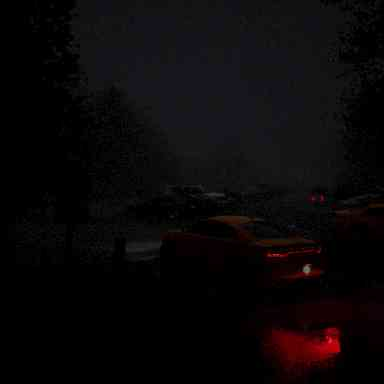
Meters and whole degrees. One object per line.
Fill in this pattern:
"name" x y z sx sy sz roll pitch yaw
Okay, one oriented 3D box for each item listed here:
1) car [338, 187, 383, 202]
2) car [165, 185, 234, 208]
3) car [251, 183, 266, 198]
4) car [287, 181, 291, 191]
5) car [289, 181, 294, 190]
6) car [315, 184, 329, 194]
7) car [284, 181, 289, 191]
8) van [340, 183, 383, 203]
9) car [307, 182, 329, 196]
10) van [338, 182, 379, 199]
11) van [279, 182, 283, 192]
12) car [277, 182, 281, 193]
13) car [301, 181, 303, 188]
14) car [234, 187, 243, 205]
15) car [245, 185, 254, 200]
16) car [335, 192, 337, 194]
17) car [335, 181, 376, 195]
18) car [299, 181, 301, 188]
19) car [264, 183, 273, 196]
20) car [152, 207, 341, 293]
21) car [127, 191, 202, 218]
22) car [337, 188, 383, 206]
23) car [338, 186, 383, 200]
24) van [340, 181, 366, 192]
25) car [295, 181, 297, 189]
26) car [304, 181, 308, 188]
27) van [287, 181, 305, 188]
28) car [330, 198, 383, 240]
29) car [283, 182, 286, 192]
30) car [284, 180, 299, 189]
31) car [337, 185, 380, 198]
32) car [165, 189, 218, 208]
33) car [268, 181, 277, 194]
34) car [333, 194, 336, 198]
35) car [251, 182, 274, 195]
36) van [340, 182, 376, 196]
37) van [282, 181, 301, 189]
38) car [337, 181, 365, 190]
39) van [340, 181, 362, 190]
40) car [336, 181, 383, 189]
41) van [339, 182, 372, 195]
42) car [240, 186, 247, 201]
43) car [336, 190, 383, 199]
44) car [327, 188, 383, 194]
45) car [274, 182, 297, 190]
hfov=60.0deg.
"car" 18.954 0.204 37.210 4.792 1.488 2.163 1 3 24
"car" 0.208 0.441 27.227 5.566 2.045 2.435 1 3 24
"car" 5.697 0.070 40.108 5.366 1.575 1.946 1 3 24
"car" 14.801 -0.716 60.206 4.792 1.488 2.163 1 2 24
"car" 15.785 -0.849 62.804 5.366 1.575 1.946 1 2 24
"car" 22.304 -0.618 56.974 1.882 1.535 5.008 1 2 24
"car" 13.674 -0.618 57.671 4.792 1.488 2.163 1 2 24
"van" 17.909 0.067 34.633 4.442 1.987 1.878 1 3 24
"car" 18.124 -0.239 47.571 2.128 1.511 4.902 1 2 24
"van" 21.017 -0.262 42.178 4.442 1.987 1.878 1 3 24
"van" 11.554 -0.674 52.531 4.442 1.987 1.878 1 2 24
"car" 10.347 -0.321 50.041 4.792 1.488 2.163 1 2 24
"car" 22.710 -1.434 77.943 5.008 1.535 2.097 1 2 24
"car" 1.479 0.569 29.710 5.366 1.575 1.946 1 3 24
"car" 3.394 0.317 34.929 5.366 1.575 1.946 1 3 24
"car" 12.129 0.945 21.938 4.674 1.452 2.002 1 3 24
"car" 25.594 -0.682 52.277 5.566 2.045 2.435 1 2 24
"car" 21.560 -1.461 75.413 4.553 1.767 2.185 1 2 24
"car" 7.112 -0.036 42.379 5.366 1.575 1.946 1 3 24
"car" 0.954 1.351 8.625 1.882 1.535 5.008 2 -1 -32
"car" -2.097 0.965 22.196 4.792 1.488 2.163 1 3 24
"car" 16.603 0.445 32.061 4.792 1.488 2.163 1 3 24
"car" 20.026 0.099 39.619 4.792 1.488 2.163 1 3 24
"van" 31.400 -1.150 64.984 4.442 1.987 1.878 1 2 24
"car" 18.202 -1.039 67.802 4.892 1.521 2.231 1 2 24
"car" 26.122 -1.980 85.525 5.566 2.045 2.435 1 2 24
"van" 28.236 -2.079 90.643 4.442 1.987 1.878 1 2 24
"car" 8.804 1.265 14.463 5.008 1.535 2.097 1 3 24
"car" 12.547 -0.519 55.136 4.792 1.488 2.163 1 2 24
"car" 19.165 -1.145 70.410 5.366 1.575 1.946 1 2 24
"car" 22.252 -0.136 44.685 5.008 1.535 2.097 1 2 24
"car" -0.939 0.814 24.714 5.008 1.535 2.097 1 3 24
"car" 9.223 -0.376 47.502 4.553 1.767 2.185 1 3 24
"car" 10.981 1.056 19.419 4.792 1.488 2.163 1 3 24
"car" 8.061 -0.145 44.984 4.892 1.521 2.231 1 3 24
"van" 23.478 -0.458 47.160 4.442 1.987 1.878 1 2 24
"van" 24.862 -1.858 83.050 4.442 1.987 1.878 1 2 24
"car" 34.640 -1.472 72.631 5.566 2.045 2.435 1 2 24
"van" 35.897 -1.542 75.103 4.442 1.987 1.878 1 2 24
"car" 15.530 0.287 29.497 5.566 2.045 2.435 1 3 24
"van" 24.389 -0.560 49.785 4.442 1.987 1.878 1 2 24
"car" 2.443 0.447 32.317 4.892 1.521 2.231 1 3 24
"car" 9.962 1.019 16.972 4.553 1.767 2.185 1 3 24
"car" 13.087 0.776 24.539 5.366 1.575 1.946 1 3 24
"car" 20.433 -1.363 72.878 4.553 1.767 2.185 1 2 24
